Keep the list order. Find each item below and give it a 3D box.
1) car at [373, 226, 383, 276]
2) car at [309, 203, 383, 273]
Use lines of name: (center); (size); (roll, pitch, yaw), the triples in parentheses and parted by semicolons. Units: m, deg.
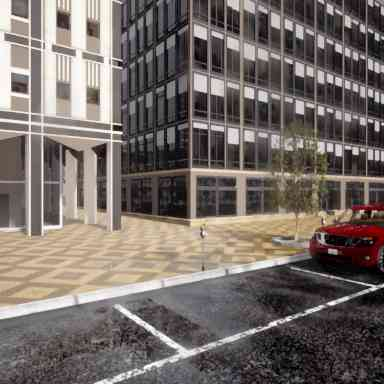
car: (6.275, 1.525, 7.645); (4.674, 1.442, 1.812); (0, 0, -36)
car: (5.885, 1.314, 10.588); (5.009, 1.841, 2.192); (0, 0, -36)
